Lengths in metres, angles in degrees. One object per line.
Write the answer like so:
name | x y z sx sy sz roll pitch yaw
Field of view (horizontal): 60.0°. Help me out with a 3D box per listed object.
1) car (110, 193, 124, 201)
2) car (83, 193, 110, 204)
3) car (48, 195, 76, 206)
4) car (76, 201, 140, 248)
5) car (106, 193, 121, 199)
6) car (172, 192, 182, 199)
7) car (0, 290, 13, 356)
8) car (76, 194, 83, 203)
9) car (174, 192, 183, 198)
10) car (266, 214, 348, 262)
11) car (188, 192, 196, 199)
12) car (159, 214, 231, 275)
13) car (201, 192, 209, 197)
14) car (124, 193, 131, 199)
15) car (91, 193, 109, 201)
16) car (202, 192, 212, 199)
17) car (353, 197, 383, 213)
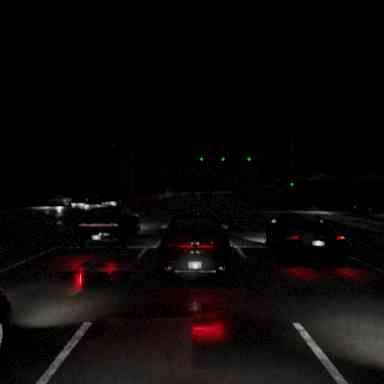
car | -14.055 1.060 59.346 1.895 1.301 4.718 0 1 0
car | -14.100 1.029 49.534 1.882 1.535 5.008 0 1 0
car | -17.605 1.124 44.644 1.812 1.442 4.674 0 1 0
car | -3.409 1.378 14.291 2.128 1.511 4.902 0 1 0
car | -17.518 0.856 74.072 2.033 1.411 5.357 0 1 0
car | -3.519 0.890 76.724 1.895 1.301 4.718 0 1 0
car | -3.403 1.492 2.671 1.837 1.490 4.892 0 0 0
car | -17.588 1.079 53.395 1.994 1.385 4.181 0 1 0
car | -3.521 0.738 86.852 2.033 1.411 5.357 0 1 0
car | 3.867 1.474 11.842 1.994 1.385 4.181 0 1 4
car | -0.019 0.791 77.074 1.837 1.490 4.892 0 1 0
car | 0.085 1.429 10.130 1.837 1.490 4.892 0 0 0
car | 3.479 0.682 86.887 1.895 1.301 4.718 0 1 0
car | -14.017 0.897 70.006 2.033 1.411 5.357 0 1 0
car | -17.516 0.964 63.778 2.033 1.411 5.357 0 1 0
car | 3.481 0.760 76.437 1.882 1.535 5.008 0 1 0
car | 17.963 1.215 31.545 4.902 1.511 2.128 0 1 3
